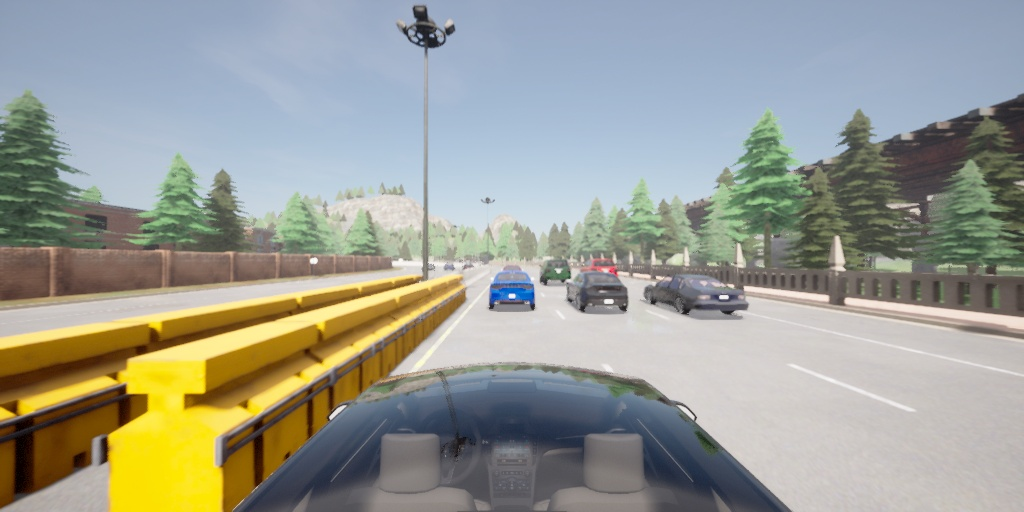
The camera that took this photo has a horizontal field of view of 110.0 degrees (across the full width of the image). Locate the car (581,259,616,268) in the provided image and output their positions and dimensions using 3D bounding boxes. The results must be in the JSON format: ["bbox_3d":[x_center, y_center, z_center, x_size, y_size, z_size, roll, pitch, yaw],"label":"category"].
[{"bbox_3d":[7.000,1.273,29.424,2.150,2.045,5.566,0,0,0],"label":"car"}]

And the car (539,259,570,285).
[{"bbox_3d":[3.500,1.273,29.409,2.150,2.045,5.566,0,0,0],"label":"car"}]

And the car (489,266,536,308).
[{"bbox_3d":[0.019,1.382,16.084,1.882,1.535,5.008,0,0,0],"label":"car"}]

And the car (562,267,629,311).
[{"bbox_3d":[3.512,1.404,15.355,1.837,1.490,4.892,0,0,0],"label":"car"}]

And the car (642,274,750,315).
[{"bbox_3d":[7.003,1.434,14.350,2.033,1.411,5.357,0,-1,0],"label":"car"}]

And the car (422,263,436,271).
[{"bbox_3d":[-14.649,1.907,63.427,2.128,1.511,4.902,0,-1,-5],"label":"car"}]
